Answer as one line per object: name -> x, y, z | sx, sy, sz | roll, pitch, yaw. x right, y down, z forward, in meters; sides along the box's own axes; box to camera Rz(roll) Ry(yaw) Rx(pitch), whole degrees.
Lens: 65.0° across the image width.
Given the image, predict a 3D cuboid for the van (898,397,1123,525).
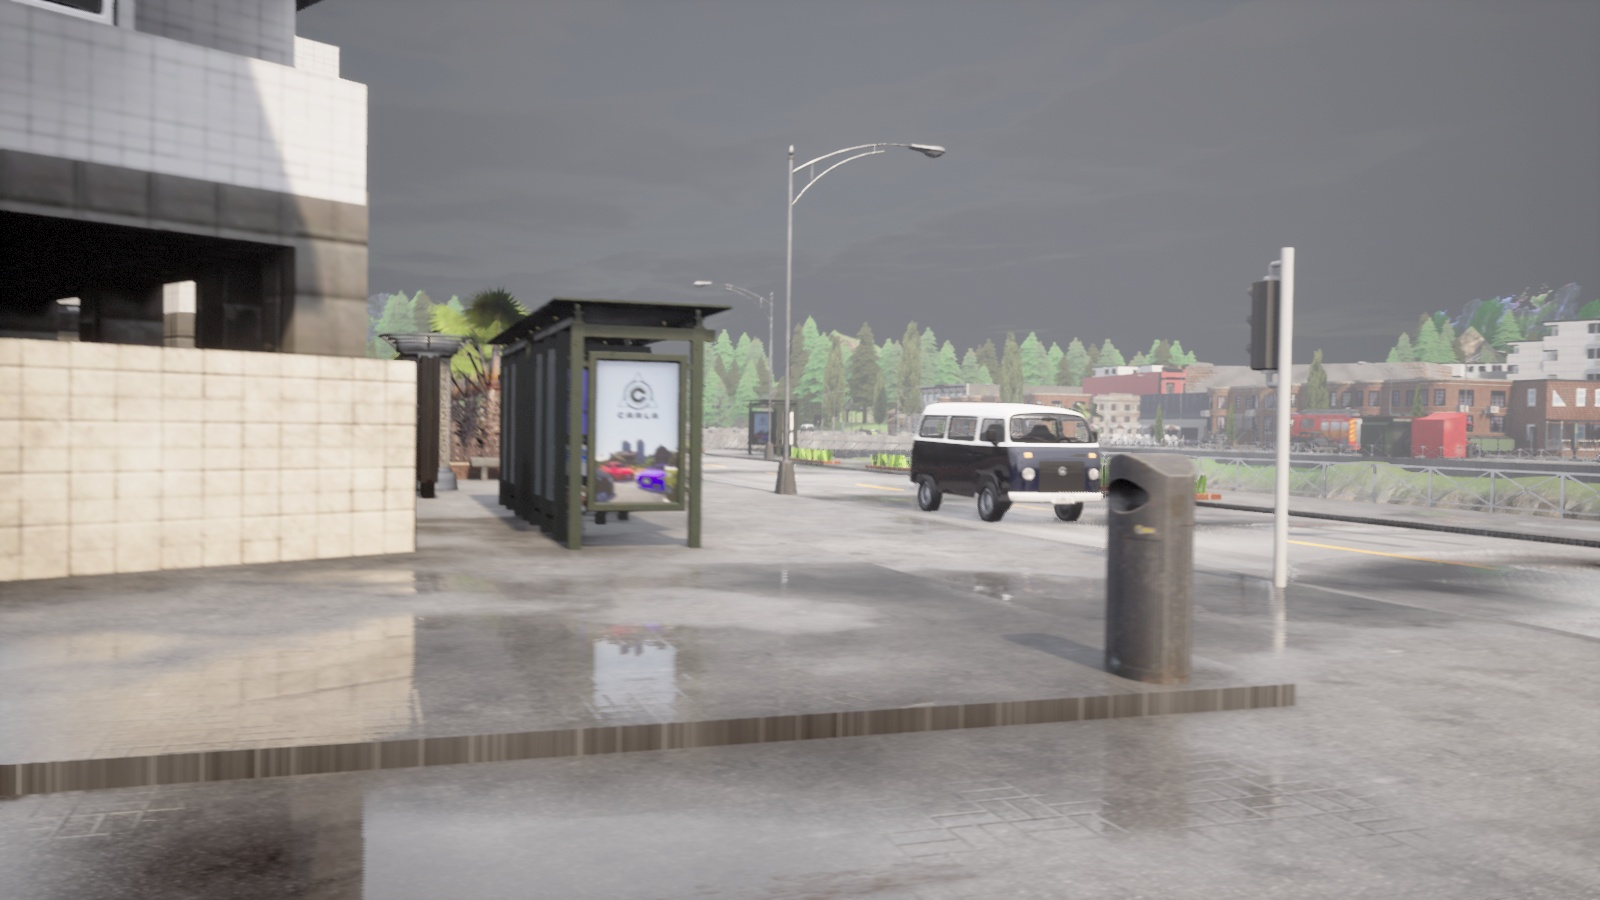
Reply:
van -> 3.598, 0.104, 22.421 | 2.069, 2.038, 4.480 | -1, 2, -19
